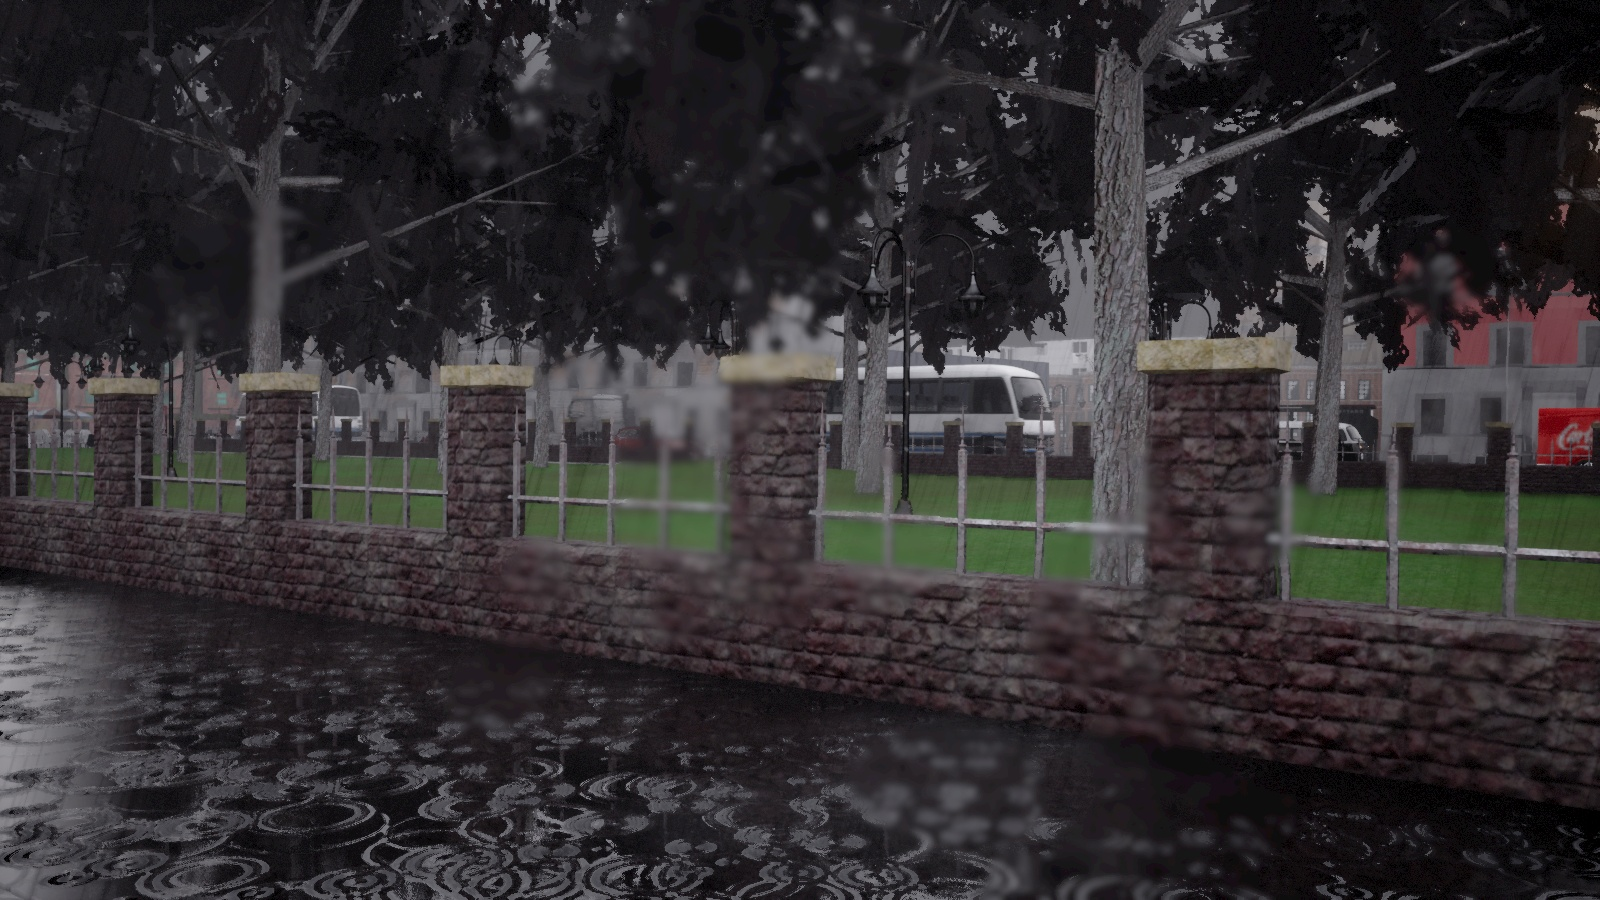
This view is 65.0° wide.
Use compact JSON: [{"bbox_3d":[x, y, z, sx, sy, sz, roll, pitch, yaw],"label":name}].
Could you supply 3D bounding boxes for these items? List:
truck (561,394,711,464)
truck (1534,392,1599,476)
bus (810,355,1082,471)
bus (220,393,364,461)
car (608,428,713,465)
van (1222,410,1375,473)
[{"bbox_3d":[-8.676,-1.073,66.002,7.936,3.462,2.891,0,1,35],"label":"truck"},{"bbox_3d":[24.907,-0.489,37.226,5.204,2.467,2.627,0,1,36],"label":"truck"},{"bbox_3d":[5.745,-1.391,50.824,10.273,4.253,3.944,0,1,35],"label":"bus"},{"bbox_3d":[-34.028,-1.484,83.982,10.273,4.253,3.944,0,1,35],"label":"bus"},{"bbox_3d":[-6.655,-0.179,59.678,4.611,1.667,2.242,0,1,35],"label":"car"},{"bbox_3d":[16.983,-0.284,42.855,4.480,2.038,2.069,0,1,35],"label":"van"}]
